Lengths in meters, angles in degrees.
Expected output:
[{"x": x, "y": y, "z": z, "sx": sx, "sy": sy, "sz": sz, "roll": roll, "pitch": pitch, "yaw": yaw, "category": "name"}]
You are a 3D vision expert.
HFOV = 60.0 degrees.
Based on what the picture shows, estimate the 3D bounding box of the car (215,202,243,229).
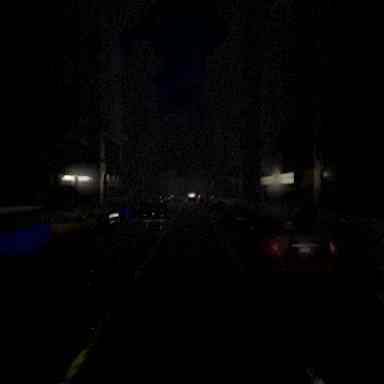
[{"x": 2.752, "y": 1.561, "z": 21.311, "sx": 1.947, "sy": 1.339, "sz": 4.313, "roll": 0, "pitch": 0, "yaw": 0, "category": "car"}]

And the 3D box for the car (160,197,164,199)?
[{"x": -5.783, "y": 1.564, "z": 49.485, "sx": 1.947, "sy": 1.339, "sz": 4.313, "roll": 0, "pitch": 0, "yaw": 0, "category": "car"}]

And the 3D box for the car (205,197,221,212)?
[{"x": 2.746, "y": 1.579, "z": 38.221, "sx": 1.802, "sy": 1.307, "sz": 4.206, "roll": 0, "pitch": 0, "yaw": 0, "category": "car"}]

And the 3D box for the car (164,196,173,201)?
[{"x": -5.795, "y": 1.586, "z": 83.305, "sx": 1.947, "sy": 1.339, "sz": 4.313, "roll": 0, "pitch": 0, "yaw": 0, "category": "car"}]

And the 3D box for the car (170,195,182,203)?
[{"x": -3.025, "y": 1.531, "z": 69.600, "sx": 1.812, "sy": 1.442, "sz": 4.674, "roll": 0, "pitch": 0, "yaw": 0, "category": "car"}]

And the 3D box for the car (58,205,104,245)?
[{"x": -5.770, "y": 1.521, "z": 15.495, "sx": 1.752, "sy": 1.417, "sz": 4.829, "roll": 0, "pitch": 0, "yaw": 0, "category": "car"}]

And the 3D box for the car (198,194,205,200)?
[{"x": 2.725, "y": 1.474, "z": 94.583, "sx": 1.967, "sy": 1.590, "sz": 4.097, "roll": 0, "pitch": 0, "yaw": 0, "category": "car"}]

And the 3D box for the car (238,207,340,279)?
[{"x": 2.756, "y": 1.437, "z": 10.039, "sx": 1.967, "sy": 1.590, "sz": 4.097, "roll": 0, "pitch": 0, "yaw": 0, "category": "car"}]

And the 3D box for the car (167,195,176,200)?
[{"x": -5.800, "y": 1.584, "z": 94.578, "sx": 2.008, "sy": 1.369, "sz": 4.403, "roll": 0, "pitch": 0, "yaw": 0, "category": "car"}]

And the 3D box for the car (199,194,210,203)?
[{"x": 2.733, "y": 1.325, "z": 72.038, "sx": 2.192, "sy": 1.841, "sz": 5.009, "roll": 0, "pitch": 0, "yaw": 0, "category": "car"}]

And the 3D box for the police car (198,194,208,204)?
[{"x": 2.344, "y": 1.428, "z": 62.129, "sx": 1.930, "sy": 1.638, "sz": 5.238, "roll": 0, "pitch": 0, "yaw": 0, "category": "police car"}]

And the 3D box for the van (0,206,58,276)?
[{"x": -5.769, "y": 1.337, "z": 10.029, "sx": 1.690, "sy": 1.788, "sz": 3.998, "roll": 0, "pitch": 0, "yaw": 0, "category": "van"}]

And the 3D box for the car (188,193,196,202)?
[{"x": -0.028, "y": 1.517, "z": 80.059, "sx": 2.128, "sy": 1.511, "sz": 4.902, "roll": 0, "pitch": 0, "yaw": 0, "category": "car"}]

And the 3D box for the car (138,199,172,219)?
[{"x": -3.108, "y": 1.560, "z": 28.691, "sx": 1.994, "sy": 1.385, "sz": 4.181, "roll": 0, "pitch": 0, "yaw": 0, "category": "car"}]

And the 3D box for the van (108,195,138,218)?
[{"x": -5.775, "y": 1.336, "z": 26.938, "sx": 1.690, "sy": 1.788, "sz": 3.998, "roll": 0, "pitch": 0, "yaw": 0, "category": "van"}]

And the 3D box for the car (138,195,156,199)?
[{"x": -5.780, "y": 1.311, "z": 38.212, "sx": 2.192, "sy": 1.841, "sz": 5.009, "roll": 0, "pitch": 0, "yaw": 0, "category": "car"}]

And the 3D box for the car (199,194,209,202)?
[{"x": 2.730, "y": 1.330, "z": 77.674, "sx": 2.192, "sy": 1.841, "sz": 5.009, "roll": 0, "pitch": 0, "yaw": 0, "category": "car"}]

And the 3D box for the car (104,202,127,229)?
[{"x": -5.773, "y": 1.546, "z": 21.301, "sx": 2.008, "sy": 1.369, "sz": 4.403, "roll": 0, "pitch": 0, "yaw": 0, "category": "car"}]

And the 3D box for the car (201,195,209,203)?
[{"x": 2.742, "y": 1.581, "z": 49.493, "sx": 1.802, "sy": 1.307, "sz": 4.206, "roll": 0, "pitch": 0, "yaw": 0, "category": "car"}]

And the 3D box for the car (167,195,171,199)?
[{"x": -5.791, "y": 1.535, "z": 71.861, "sx": 1.752, "sy": 1.417, "sz": 4.829, "roll": 0, "pitch": 0, "yaw": 0, "category": "car"}]

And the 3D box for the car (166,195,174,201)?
[{"x": -5.798, "y": 1.593, "z": 88.941, "sx": 1.947, "sy": 1.339, "sz": 4.313, "roll": 0, "pitch": 0, "yaw": 0, "category": "car"}]

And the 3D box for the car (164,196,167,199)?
[{"x": -5.785, "y": 1.550, "z": 55.121, "sx": 2.008, "sy": 1.369, "sz": 4.403, "roll": 0, "pitch": 0, "yaw": 0, "category": "car"}]

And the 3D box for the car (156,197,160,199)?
[{"x": -5.781, "y": 1.563, "z": 43.848, "sx": 1.947, "sy": 1.339, "sz": 4.313, "roll": 0, "pitch": 0, "yaw": 0, "category": "car"}]

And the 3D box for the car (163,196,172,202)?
[{"x": -5.793, "y": 1.596, "z": 77.668, "sx": 1.802, "sy": 1.307, "sz": 4.206, "roll": 0, "pitch": 0, "yaw": 0, "category": "car"}]

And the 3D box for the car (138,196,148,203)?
[{"x": -5.777, "y": 1.436, "z": 32.574, "sx": 1.967, "sy": 1.590, "sz": 4.097, "roll": 0, "pitch": 0, "yaw": 0, "category": "car"}]
